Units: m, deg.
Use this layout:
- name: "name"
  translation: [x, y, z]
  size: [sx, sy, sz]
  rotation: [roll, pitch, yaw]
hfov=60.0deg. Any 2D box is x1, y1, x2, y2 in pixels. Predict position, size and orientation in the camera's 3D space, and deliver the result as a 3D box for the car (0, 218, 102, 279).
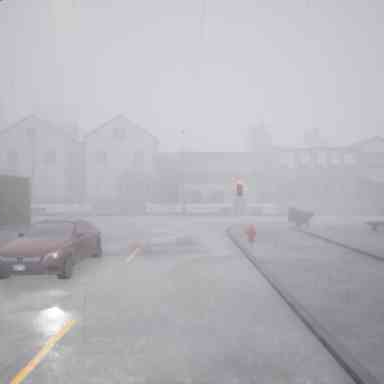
- name: "car"
  translation: [-4.105, 1.555, 10.258]
  size: [1.812, 1.442, 4.674]
  rotation: [0, 0, 0]
